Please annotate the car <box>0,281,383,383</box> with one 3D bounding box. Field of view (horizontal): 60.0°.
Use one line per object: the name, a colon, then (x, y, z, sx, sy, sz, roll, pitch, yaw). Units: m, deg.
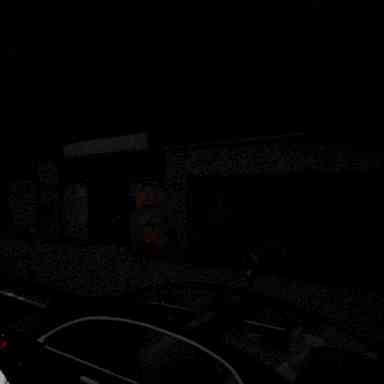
car: (-0.261, 1.555, 3.035, 4.403, 1.369, 2.008, 0, 0, 36)
